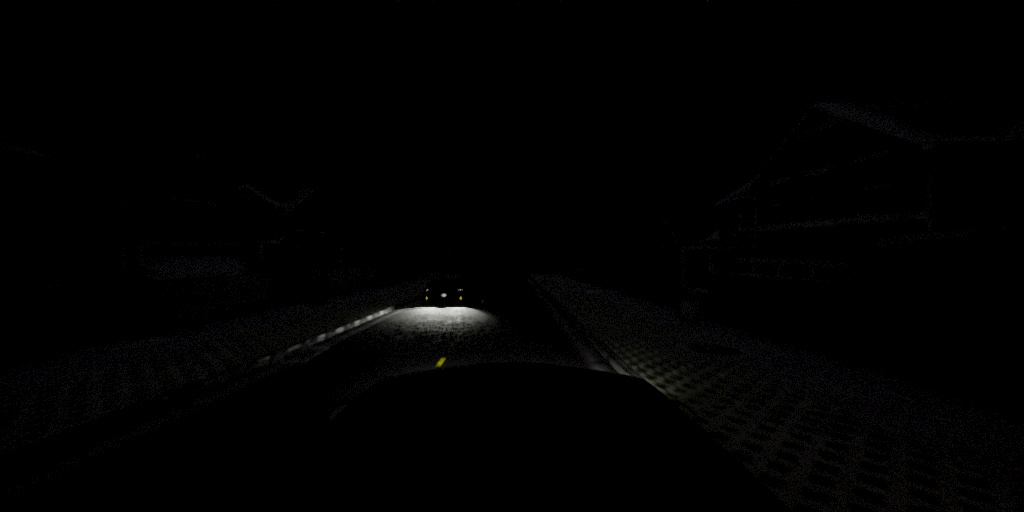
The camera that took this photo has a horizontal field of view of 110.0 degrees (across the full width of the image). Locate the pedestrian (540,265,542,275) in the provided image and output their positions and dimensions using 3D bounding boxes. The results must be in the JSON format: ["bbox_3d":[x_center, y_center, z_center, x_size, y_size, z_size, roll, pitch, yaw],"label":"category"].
[{"bbox_3d":[3.515,1.294,43.454,0.375,1.860,0.375,-1,1,0],"label":"pedestrian"}]

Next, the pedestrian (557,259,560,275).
[{"bbox_3d":[5.515,1.278,42.854,0.375,1.860,0.375,-1,1,0],"label":"pedestrian"}]

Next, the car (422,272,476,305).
[{"bbox_3d":[-2.846,1.460,16.925,1.994,1.385,4.181,0,-1,0],"label":"car"}]

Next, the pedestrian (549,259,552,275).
[{"bbox_3d":[4.515,1.272,42.254,0.375,1.860,0.375,-1,1,0],"label":"pedestrian"}]
